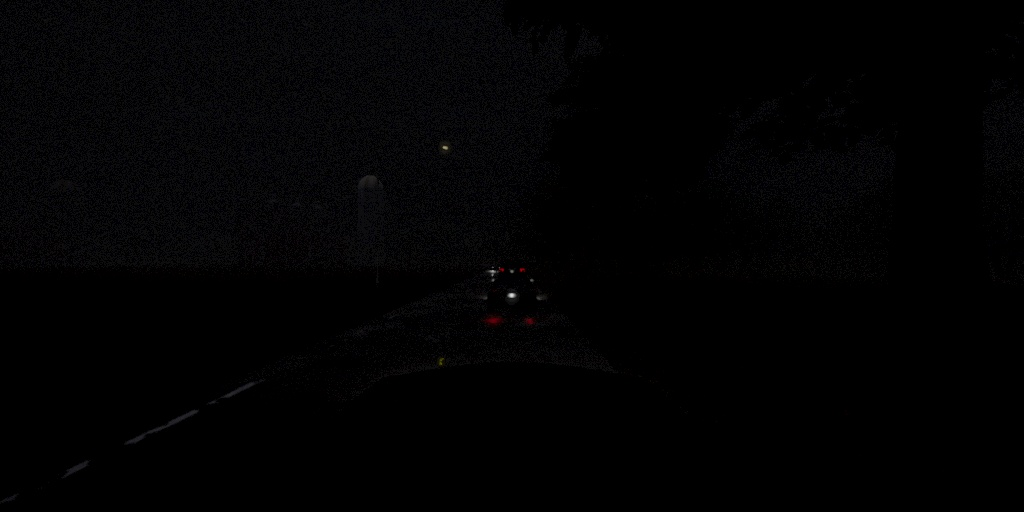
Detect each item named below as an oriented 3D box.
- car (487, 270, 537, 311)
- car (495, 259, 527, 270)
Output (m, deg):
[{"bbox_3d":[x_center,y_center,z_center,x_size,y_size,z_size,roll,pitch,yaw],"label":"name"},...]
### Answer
[{"bbox_3d":[0.021,1.453,15.324,1.994,1.385,4.181,0,-1,1],"label":"car"},{"bbox_3d":[0.010,1.269,29.425,2.150,2.045,5.566,0,0,0],"label":"car"}]
